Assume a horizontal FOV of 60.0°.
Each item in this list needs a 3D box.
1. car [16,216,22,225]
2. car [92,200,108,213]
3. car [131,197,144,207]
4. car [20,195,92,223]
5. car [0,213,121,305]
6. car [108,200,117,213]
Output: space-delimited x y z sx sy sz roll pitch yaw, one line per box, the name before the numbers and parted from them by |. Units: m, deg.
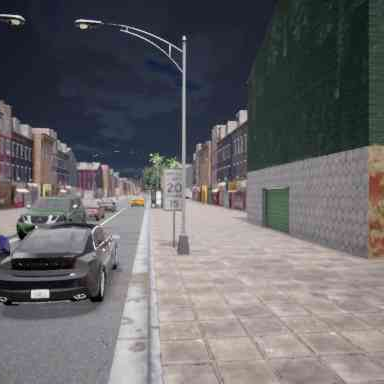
car | -5.693 1.502 7.391 1.812 1.442 4.674 0 0 -7
car | -8.198 1.490 26.887 1.812 1.442 4.674 0 0 -7
car | -8.438 1.452 51.770 1.882 1.535 5.008 0 0 -8
car | -6.925 1.192 17.050 2.150 2.045 5.566 0 0 -7
car | -2.906 1.491 8.089 1.837 1.490 4.892 0 0 -7
car | -9.424 1.525 36.693 1.994 1.385 4.181 0 0 -7
